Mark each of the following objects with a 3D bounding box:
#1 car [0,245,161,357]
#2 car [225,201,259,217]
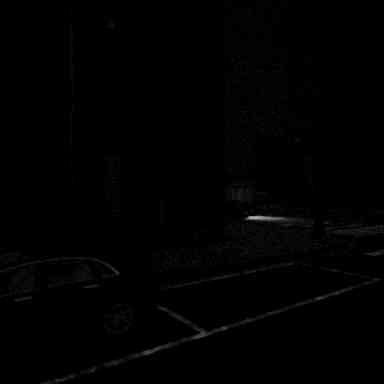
[{"bbox_3d":[-2.577,1.550,4.928,4.403,1.369,2.008,0,0,-36],"label":"car"},{"bbox_3d":[4.192,1.512,31.054,1.994,1.385,4.181,0,0,-36],"label":"car"}]
